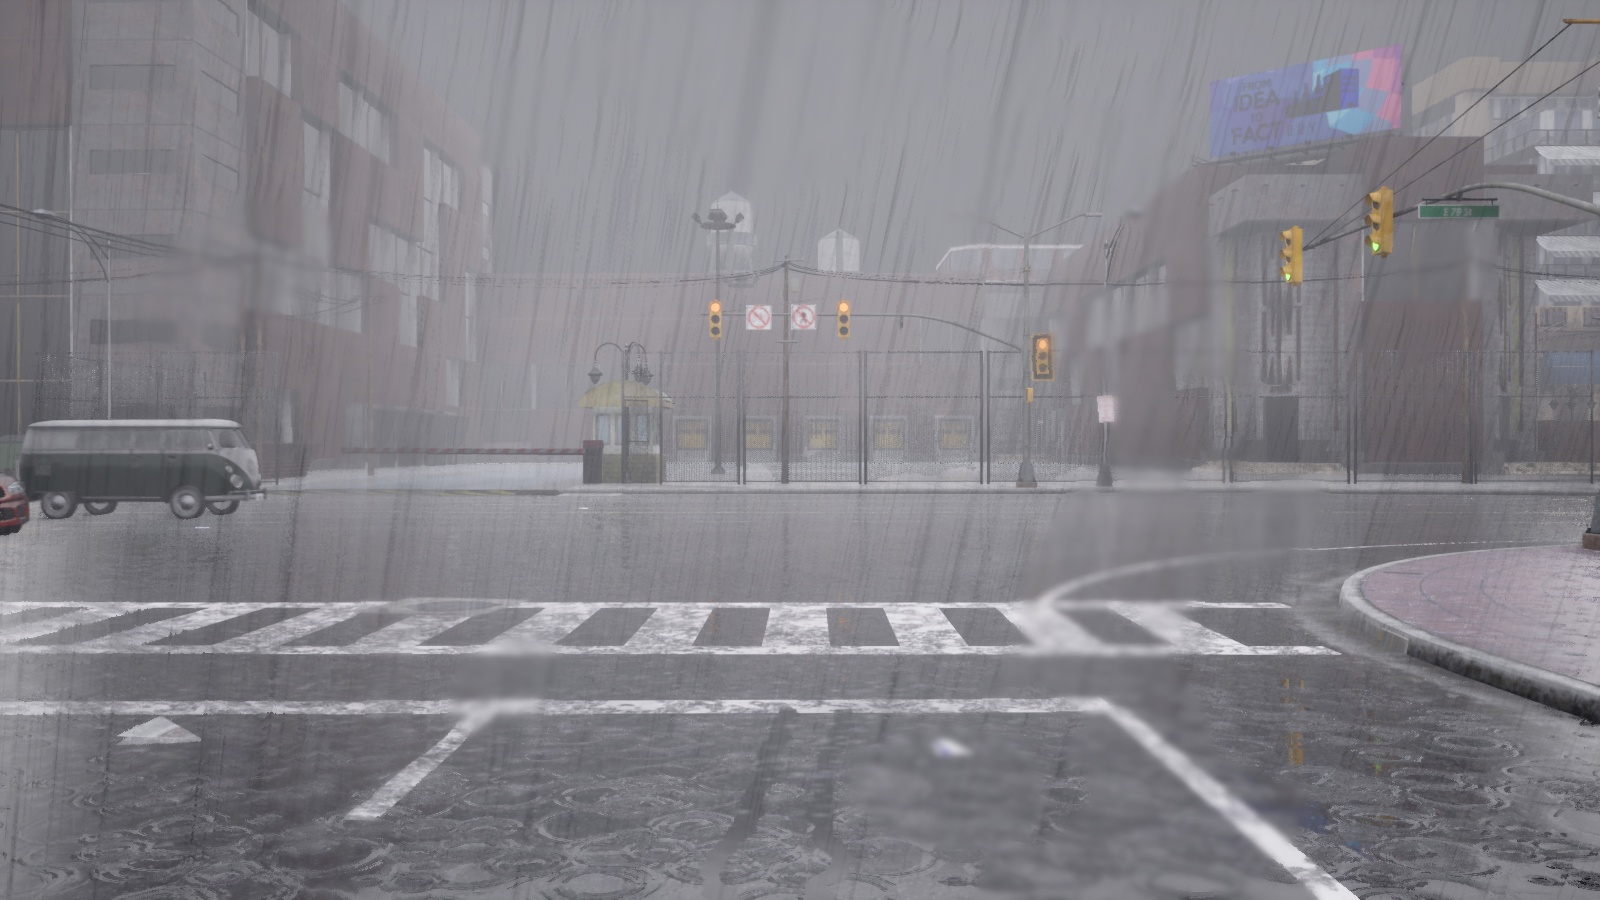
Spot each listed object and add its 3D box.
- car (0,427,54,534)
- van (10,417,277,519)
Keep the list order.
[{"bbox_3d":[-14.681,0.465,20.185,4.611,1.667,2.242,0,0,21],"label":"car"},{"bbox_3d":[-13.157,0.346,25.342,4.442,1.987,1.775,0,0,0],"label":"van"}]
